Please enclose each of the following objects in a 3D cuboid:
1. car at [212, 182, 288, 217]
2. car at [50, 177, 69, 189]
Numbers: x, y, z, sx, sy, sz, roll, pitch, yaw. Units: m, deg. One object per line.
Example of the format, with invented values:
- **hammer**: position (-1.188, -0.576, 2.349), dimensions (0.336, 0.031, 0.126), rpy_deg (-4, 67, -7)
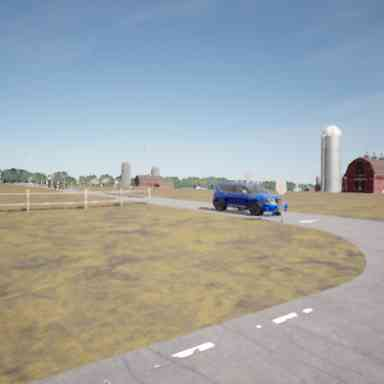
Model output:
- **car**: position (3.634, 0.423, 21.901), dimensions (2.150, 2.045, 5.566), rpy_deg (1, 2, -36)
- **car**: position (-24.160, -1.732, 60.368), dimensions (2.150, 2.045, 5.566), rpy_deg (1, 2, -36)
